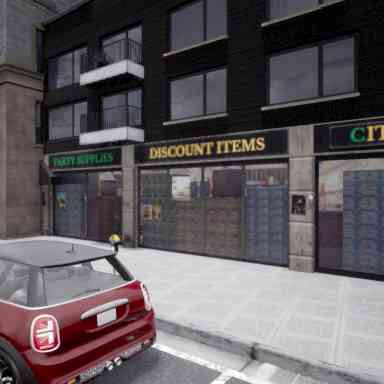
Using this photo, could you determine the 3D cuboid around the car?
[{"bbox_3d":[-2.542,1.440,4.894,4.097,1.590,1.967,0,0,36],"label":"car"}]
